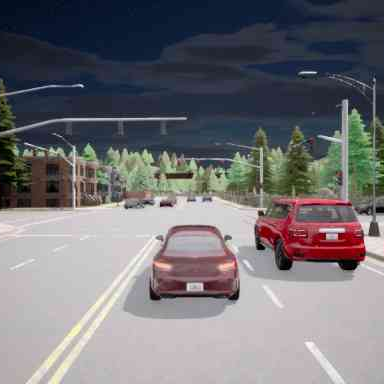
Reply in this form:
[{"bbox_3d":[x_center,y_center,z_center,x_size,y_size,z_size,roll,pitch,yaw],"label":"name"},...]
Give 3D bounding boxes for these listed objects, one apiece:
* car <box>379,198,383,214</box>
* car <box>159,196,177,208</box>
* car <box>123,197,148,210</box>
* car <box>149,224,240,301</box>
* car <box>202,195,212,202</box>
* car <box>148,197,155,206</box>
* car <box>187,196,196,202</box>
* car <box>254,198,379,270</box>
[{"bbox_3d":[18.275,1.352,32.491,4.553,1.767,2.097,0,0,0],"label":"car"},{"bbox_3d":[-3.655,1.601,47.973,1.895,1.301,4.718,0,0,0],"label":"car"},{"bbox_3d":[-7.436,1.505,43.024,1.837,1.490,4.892,0,0,5],"label":"car"},{"bbox_3d":[0.050,1.526,8.227,1.812,1.442,4.674,0,0,0],"label":"car"},{"bbox_3d":[3.389,1.355,74.389,2.097,1.767,4.553,0,0,0],"label":"car"},{"bbox_3d":[-7.174,1.547,54.772,2.033,1.411,5.357,0,0,0],"label":"car"},{"bbox_3d":[-0.119,1.553,74.618,1.994,1.385,4.181,0,0,0],"label":"car"},{"bbox_3d":[3.558,1.221,11.107,2.150,2.045,5.566,0,0,0],"label":"car"}]
